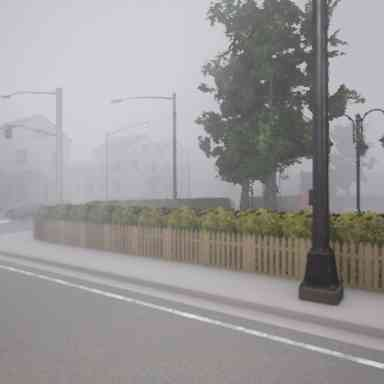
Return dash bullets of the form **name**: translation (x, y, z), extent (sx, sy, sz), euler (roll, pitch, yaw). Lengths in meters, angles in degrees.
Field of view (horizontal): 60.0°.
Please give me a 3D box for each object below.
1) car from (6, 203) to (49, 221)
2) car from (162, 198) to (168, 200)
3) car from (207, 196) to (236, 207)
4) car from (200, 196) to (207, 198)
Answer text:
- **car**: translation (-13.909, 1.689, 29.159), extent (1.994, 1.385, 4.181), euler (0, 0, 35)
- **car**: translation (-3.705, 1.604, 43.805), extent (1.882, 1.535, 5.008), euler (0, 0, 35)
- **car**: translation (4.780, 1.603, 49.531), extent (2.128, 1.511, 4.902), euler (0, 0, 35)
- **car**: translation (1.984, 1.479, 51.934), extent (2.097, 1.767, 4.553), euler (0, 0, 35)
